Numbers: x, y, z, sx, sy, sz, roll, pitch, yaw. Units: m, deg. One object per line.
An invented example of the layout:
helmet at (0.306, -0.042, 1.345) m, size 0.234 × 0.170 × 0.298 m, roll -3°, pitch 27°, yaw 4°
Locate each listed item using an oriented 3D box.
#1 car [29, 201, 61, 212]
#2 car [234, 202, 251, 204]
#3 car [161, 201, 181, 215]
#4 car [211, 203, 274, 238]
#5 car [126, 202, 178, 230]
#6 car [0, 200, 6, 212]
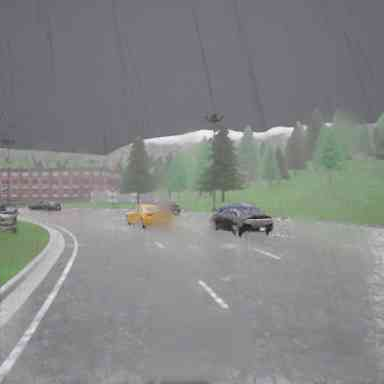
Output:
car at (-19.066, 1.875, 43.270) m, size 4.674 × 1.442 × 1.812 m, roll 0°, pitch -1°, yaw 27°
car at (4.314, 1.676, 31.045) m, size 1.882 × 1.535 × 5.008 m, roll 0°, pitch -1°, yaw -31°
car at (-3.149, 1.754, 35.164) m, size 1.837 × 1.490 × 4.892 m, roll 1°, pitch -1°, yaw -40°
car at (2.628, 1.612, 18.643) m, size 2.128 × 1.511 × 4.902 m, roll 0°, pitch 0°, yaw -20°
car at (-3.094, 1.643, 22.903) m, size 1.882 × 1.535 × 5.008 m, roll 1°, pitch -1°, yaw -28°
car at (-26.088, 1.717, 42.474) m, size 4.553 × 1.767 × 2.097 m, roll 0°, pitch 0°, yaw 20°
